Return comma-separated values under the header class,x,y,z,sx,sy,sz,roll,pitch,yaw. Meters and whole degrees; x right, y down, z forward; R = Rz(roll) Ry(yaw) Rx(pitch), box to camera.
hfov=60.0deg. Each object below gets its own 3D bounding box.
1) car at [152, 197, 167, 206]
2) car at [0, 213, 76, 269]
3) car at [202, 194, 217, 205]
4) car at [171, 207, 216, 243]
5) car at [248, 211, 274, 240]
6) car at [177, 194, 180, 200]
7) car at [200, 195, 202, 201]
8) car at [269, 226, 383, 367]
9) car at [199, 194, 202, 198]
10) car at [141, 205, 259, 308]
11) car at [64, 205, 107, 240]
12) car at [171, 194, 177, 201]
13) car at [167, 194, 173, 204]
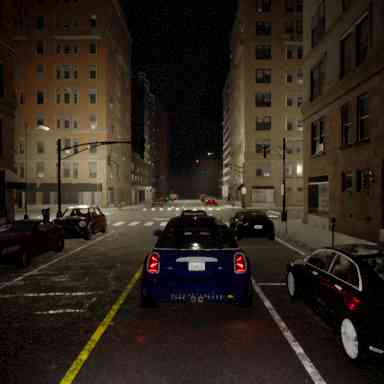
class,x,y,z,sx,sy,sz,roll,pitch,yaw
car,-5.482,1.615,53.729,1.802,1.307,4.206,0,0,0
car,-5.640,1.581,11.125,1.802,1.307,4.206,0,0,0
car,3.042,1.473,53.691,1.967,1.590,4.097,0,0,0
car,0.091,1.564,16.673,1.994,1.385,4.181,0,0,1
car,2.902,1.566,16.601,1.947,1.339,4.313,0,0,0
car,-5.306,1.452,91.589,2.192,1.841,5.009,0,0,0
car,3.094,1.603,64.509,2.008,1.369,4.403,0,0,0
car,2.870,1.550,5.599,2.008,1.369,4.403,0,0,0
car,3.143,1.520,75.327,1.967,1.590,4.097,0,0,0
car,0.101,1.352,8.090,2.097,1.767,4.553,0,0,0
car,-5.624,1.440,16.626,1.967,1.590,4.097,0,0,0
car,-5.356,1.622,80.601,1.752,1.417,4.829,0,0,0
car,-5.431,1.603,64.545,2.008,1.369,4.403,0,0,0
